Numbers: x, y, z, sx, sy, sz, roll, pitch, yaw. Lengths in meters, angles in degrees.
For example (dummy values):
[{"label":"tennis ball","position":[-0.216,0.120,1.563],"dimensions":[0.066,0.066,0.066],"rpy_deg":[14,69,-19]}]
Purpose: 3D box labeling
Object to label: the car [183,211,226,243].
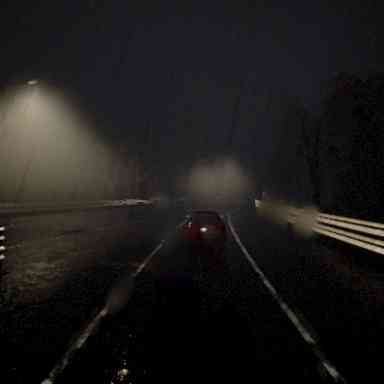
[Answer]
[{"label":"car","position":[0.663,1.653,16.756],"dimensions":[1.994,1.385,4.181],"rpy_deg":[0,0,3]}]
